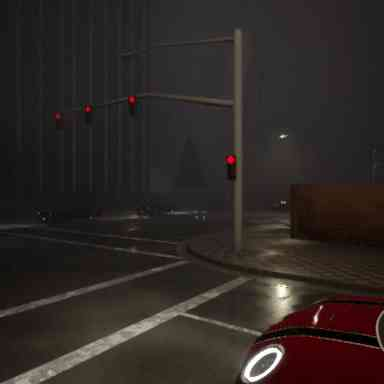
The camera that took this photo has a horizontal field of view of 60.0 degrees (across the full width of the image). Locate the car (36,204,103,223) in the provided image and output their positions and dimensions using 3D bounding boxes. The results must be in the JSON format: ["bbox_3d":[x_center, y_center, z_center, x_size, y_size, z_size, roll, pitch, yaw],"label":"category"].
[{"bbox_3d":[-9.247,1.599,25.393,1.895,1.301,4.718,0,0,35],"label":"car"}]

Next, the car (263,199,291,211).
[{"bbox_3d":[10.560,1.546,40.916,2.033,1.411,5.357,0,0,35],"label":"car"}]

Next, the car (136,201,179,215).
[{"bbox_3d":[-3.469,1.599,33.551,1.895,1.301,4.718,0,0,35],"label":"car"}]

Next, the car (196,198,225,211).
[{"bbox_3d":[2.372,1.489,41.763,2.128,1.511,4.902,0,0,36],"label":"car"}]

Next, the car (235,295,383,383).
[{"bbox_3d":[2.530,1.352,2.154,4.553,1.767,2.097,0,0,36],"label":"car"}]
